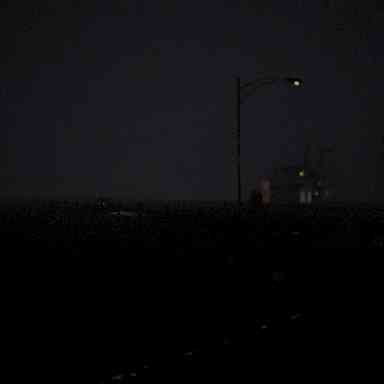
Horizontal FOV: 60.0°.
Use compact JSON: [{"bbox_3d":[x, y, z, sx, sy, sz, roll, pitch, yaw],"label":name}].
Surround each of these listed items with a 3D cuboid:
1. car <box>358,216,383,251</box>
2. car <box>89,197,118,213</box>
[{"bbox_3d":[8.803,1.550,12.286,1.837,1.490,4.892,-1,1,-37],"label":"car"},{"bbox_3d":[-10.040,1.320,37.712,2.097,1.767,4.553,-1,1,-37],"label":"car"}]
